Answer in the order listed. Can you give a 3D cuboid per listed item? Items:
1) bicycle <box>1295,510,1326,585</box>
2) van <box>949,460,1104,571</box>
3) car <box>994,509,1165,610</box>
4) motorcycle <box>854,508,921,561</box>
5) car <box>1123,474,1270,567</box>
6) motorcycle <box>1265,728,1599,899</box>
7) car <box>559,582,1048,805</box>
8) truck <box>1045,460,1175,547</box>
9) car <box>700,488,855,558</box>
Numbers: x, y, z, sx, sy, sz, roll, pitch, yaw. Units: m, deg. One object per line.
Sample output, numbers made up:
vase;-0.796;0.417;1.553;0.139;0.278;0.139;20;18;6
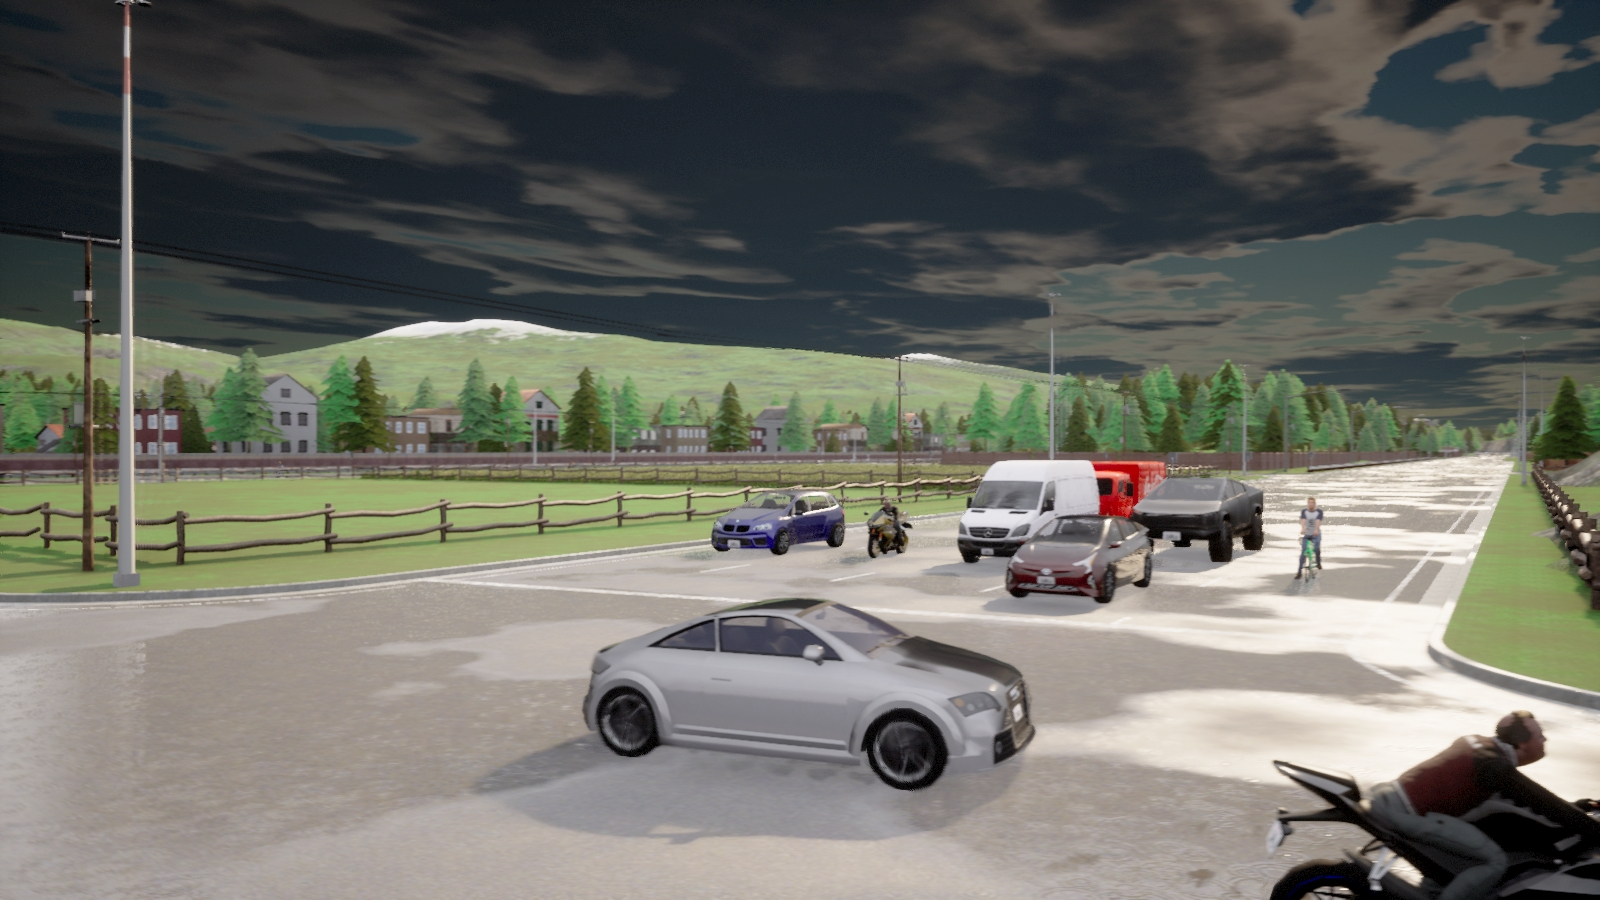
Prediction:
bicycle;11.019;2.075;24.636;0.373;1.496;1.643;0;0;32
van;6.055;1.561;29.903;1.988;2.561;5.915;0;0;32
car;5.640;2.060;22.636;2.007;1.525;4.514;0;0;32
motorcycle;2.369;2.234;30.607;0.867;1.251;2.209;0;0;32
car;10.881;1.779;30.986;2.390;2.098;6.274;0;0;32
motorcycle;3.546;2.210;5.734;2.209;1.251;0.867;0;0;20
car;0.066;2.130;10.787;4.181;1.385;1.994;0;0;22
truck;9.890;1.597;36.169;2.627;2.467;5.204;0;0;31
car;-0.541;1.999;32.552;2.242;1.667;4.611;0;0;32
